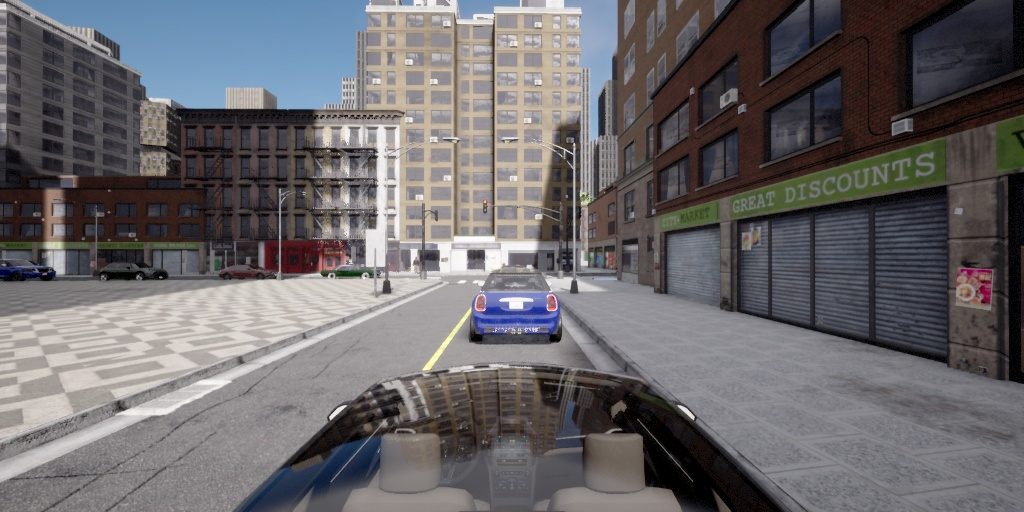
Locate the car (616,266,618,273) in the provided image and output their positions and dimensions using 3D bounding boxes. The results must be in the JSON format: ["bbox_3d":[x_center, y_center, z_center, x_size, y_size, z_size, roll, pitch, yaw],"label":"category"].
[{"bbox_3d":[12.807,1.118,35.560,4.892,1.490,1.837,-1,0,-1],"label":"car"}]

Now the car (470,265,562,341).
[{"bbox_3d":[0.085,1.101,9.979,2.097,1.767,4.553,0,0,0],"label":"car"}]

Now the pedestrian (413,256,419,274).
[{"bbox_3d":[-10.244,0.969,38.247,0.375,1.860,0.375,0,0,-1],"label":"pedestrian"}]

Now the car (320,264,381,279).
[{"bbox_3d":[-14.269,1.442,31.948,4.718,1.301,1.895,0,0,-1],"label":"car"}]

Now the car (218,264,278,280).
[{"bbox_3d":[-23.339,1.433,31.829,4.674,1.442,1.812,0,0,-1],"label":"car"}]

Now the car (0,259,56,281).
[{"bbox_3d":[-43.908,1.256,31.551,5.566,2.045,2.150,0,0,0],"label":"car"}]

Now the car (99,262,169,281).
[{"bbox_3d":[-33.287,1.323,31.671,4.553,1.767,2.097,0,0,-1],"label":"car"}]
